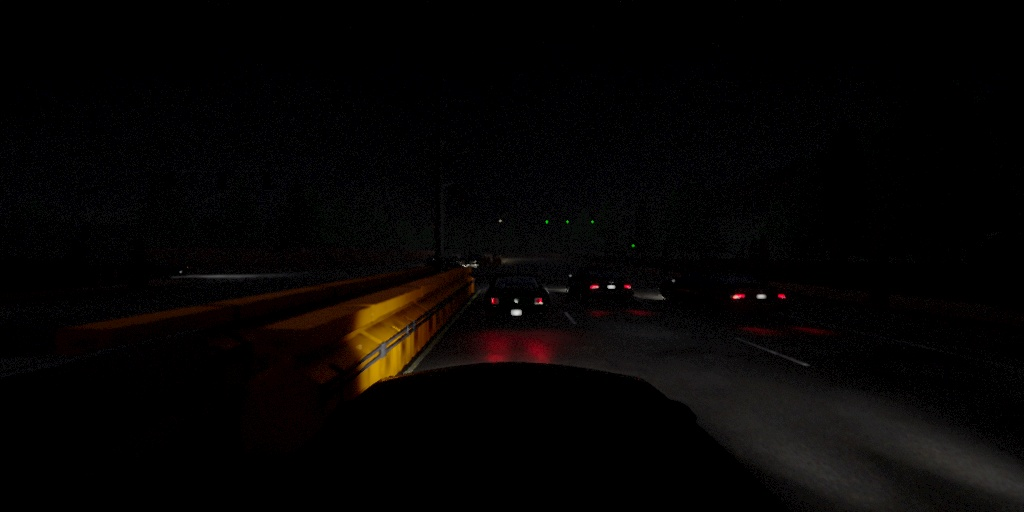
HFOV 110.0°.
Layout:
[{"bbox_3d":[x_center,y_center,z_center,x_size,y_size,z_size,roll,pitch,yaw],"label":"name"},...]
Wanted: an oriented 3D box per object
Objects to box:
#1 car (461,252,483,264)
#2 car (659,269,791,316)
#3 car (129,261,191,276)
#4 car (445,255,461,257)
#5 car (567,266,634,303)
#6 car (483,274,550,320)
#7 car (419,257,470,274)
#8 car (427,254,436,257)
[{"bbox_3d":[-6.823,0.351,61.641,2.150,2.045,5.566,0,1,1],"label":"car"},{"bbox_3d":[7.136,1.184,12.759,2.033,1.411,5.357,0,1,0],"label":"car"},{"bbox_3d":[-30.513,1.047,30.656,4.718,1.301,1.895,0,1,0],"label":"car"},{"bbox_3d":[-10.326,0.607,61.713,1.882,1.535,5.008,0,1,1],"label":"car"},{"bbox_3d":[3.646,1.154,15.639,2.033,1.411,5.357,0,1,0],"label":"car"},{"bbox_3d":[0.134,1.243,12.083,1.895,1.301,4.718,0,1,0],"label":"car"},{"bbox_3d":[-5.888,1.026,29.442,4.181,1.385,1.994,0,1,38],"label":"car"},{"bbox_3d":[-13.818,0.476,62.141,2.097,1.767,4.553,0,1,1],"label":"car"}]
